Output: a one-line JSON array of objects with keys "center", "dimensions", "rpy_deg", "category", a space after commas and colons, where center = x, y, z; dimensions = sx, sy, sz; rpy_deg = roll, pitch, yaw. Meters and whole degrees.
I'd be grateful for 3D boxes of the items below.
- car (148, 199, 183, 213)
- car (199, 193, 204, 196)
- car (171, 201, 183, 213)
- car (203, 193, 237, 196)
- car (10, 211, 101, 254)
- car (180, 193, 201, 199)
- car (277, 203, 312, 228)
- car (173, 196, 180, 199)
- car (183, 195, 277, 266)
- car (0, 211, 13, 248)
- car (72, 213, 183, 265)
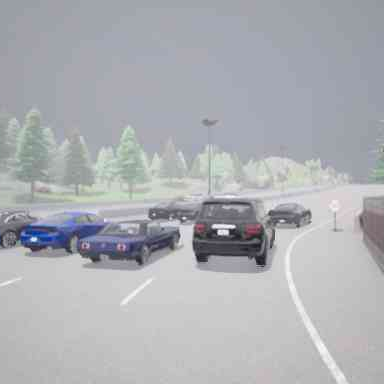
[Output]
[{"center": [-1.739, 1.644, 28.789], "dimensions": [1.882, 1.535, 5.008], "rpy_deg": [-1, 0, 31], "category": "car"}, {"center": [3.627, 1.488, 64.853], "dimensions": [1.994, 1.385, 4.181], "rpy_deg": [-1, 1, 32], "category": "car"}, {"center": [0.716, 1.629, 26.098], "dimensions": [1.837, 1.490, 4.892], "rpy_deg": [-1, 0, 31], "category": "car"}, {"center": [3.204, 1.303, 23.492], "dimensions": [2.150, 2.045, 5.566], "rpy_deg": [-1, 0, 31], "category": "car"}, {"center": [-4.865, 1.577, 14.198], "dimensions": [1.882, 1.535, 5.008], "rpy_deg": [-1, -1, 18], "category": "car"}, {"center": [0.480, 1.201, 66.387], "dimensions": [2.150, 2.045, 5.566], "rpy_deg": [-1, 1, 32], "category": "car"}, {"center": [6.871, 1.529, 22.755], "dimensions": [1.837, 1.490, 4.892], "rpy_deg": [-1, 0, 31], "category": "car"}, {"center": [-2.628, 1.535, 67.980], "dimensions": [1.837, 1.490, 4.892], "rpy_deg": [-1, 1, 31], "category": "car"}, {"center": [1.660, 1.232, 11.776], "dimensions": [2.150, 2.045, 5.566], "rpy_deg": [-1, -1, 17], "category": "car"}, {"center": [-8.073, 1.635, 15.595], "dimensions": [2.128, 1.511, 4.902], "rpy_deg": [-1, 0, 18], "category": "car"}, {"center": [-1.944, 1.651, 11.956], "dimensions": [1.895, 1.301, 4.718], "rpy_deg": [-1, -1, 17], "category": "car"}]
